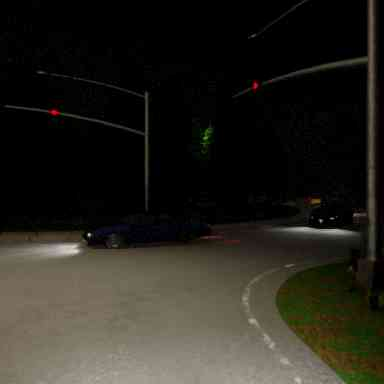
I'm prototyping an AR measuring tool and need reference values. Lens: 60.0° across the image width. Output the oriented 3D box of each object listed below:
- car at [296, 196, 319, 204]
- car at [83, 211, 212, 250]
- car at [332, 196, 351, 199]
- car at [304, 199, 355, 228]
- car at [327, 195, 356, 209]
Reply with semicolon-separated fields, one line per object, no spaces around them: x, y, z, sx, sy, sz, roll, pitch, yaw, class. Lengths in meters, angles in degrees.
19.596;1.444;56.078;1.882;1.535;5.008;0;0;-16;car
-1.818;1.521;14.240;5.357;1.411;2.033;0;0;-22;car
16.138;1.446;37.101;1.882;1.535;5.008;0;0;9;car
9.322;1.473;22.009;1.837;1.490;4.892;0;1;39;car
20.758;1.319;46.367;2.097;1.767;4.553;0;0;3;car
